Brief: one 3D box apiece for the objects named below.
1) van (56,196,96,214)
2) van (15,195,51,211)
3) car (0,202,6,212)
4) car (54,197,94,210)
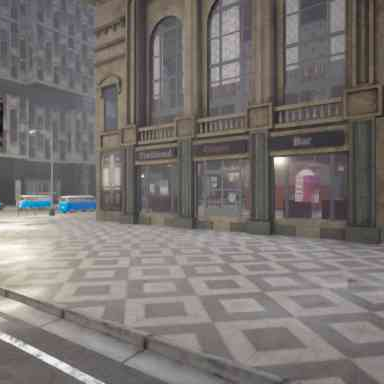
[{"bbox_3d":[-11.619,1.282,34.150,1.690,1.788,3.998,0,0,36],"label":"van"},{"bbox_3d":[-18.549,1.291,39.116,1.690,1.788,3.998,0,0,36],"label":"van"},{"bbox_3d":[-21.822,1.512,34.550,2.008,1.369,4.403,0,0,36],"label":"car"},{"bbox_3d":[-15.375,1.465,43.544,1.752,1.417,4.829,0,0,36],"label":"car"}]
